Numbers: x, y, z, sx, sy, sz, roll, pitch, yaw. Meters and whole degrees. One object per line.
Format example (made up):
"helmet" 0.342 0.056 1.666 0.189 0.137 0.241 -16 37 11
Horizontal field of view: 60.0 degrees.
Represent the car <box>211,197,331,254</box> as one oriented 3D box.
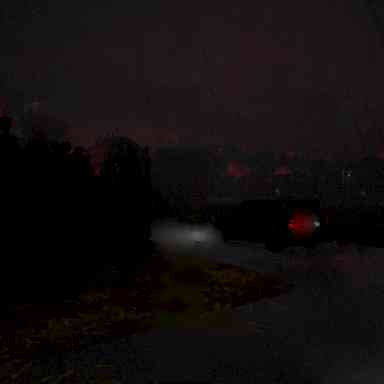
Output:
"car" 3.044 1.296 14.049 2.150 2.045 5.566 -4 1 -31
